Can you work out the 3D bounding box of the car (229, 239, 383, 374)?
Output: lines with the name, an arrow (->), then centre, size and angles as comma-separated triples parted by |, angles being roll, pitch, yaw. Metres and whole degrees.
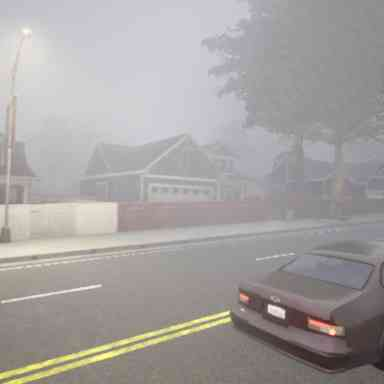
car -> 3.105, 1.554, 5.652 | 5.357, 1.411, 2.033 | 0, 0, -35
